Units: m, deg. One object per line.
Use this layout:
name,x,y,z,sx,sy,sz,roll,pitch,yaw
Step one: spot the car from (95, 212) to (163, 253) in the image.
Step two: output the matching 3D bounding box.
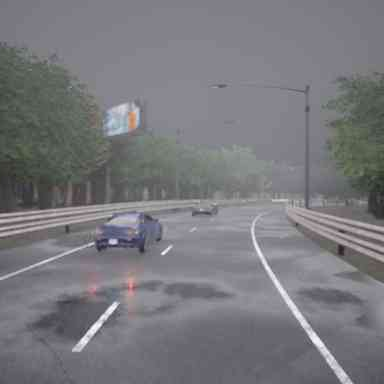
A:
car,-2.427,1.520,13.592,1.812,1.442,4.674,0,0,6

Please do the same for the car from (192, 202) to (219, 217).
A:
car,1.394,1.616,32.616,1.994,1.385,4.181,0,0,15

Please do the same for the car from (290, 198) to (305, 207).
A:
car,20.070,1.861,63.372,2.097,1.767,4.553,0,-1,33

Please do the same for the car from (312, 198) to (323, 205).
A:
car,29.114,2.169,78.044,2.128,1.511,4.902,0,-1,43
